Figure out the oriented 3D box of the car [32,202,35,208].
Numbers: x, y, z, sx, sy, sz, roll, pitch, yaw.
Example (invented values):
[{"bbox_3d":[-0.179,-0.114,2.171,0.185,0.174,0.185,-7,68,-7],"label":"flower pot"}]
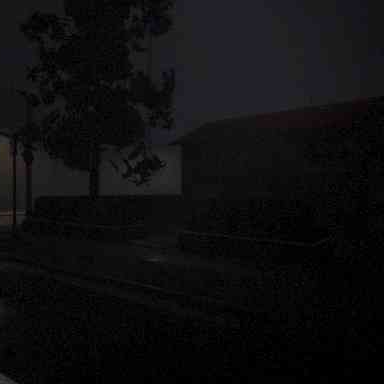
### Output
[{"bbox_3d":[-19.426,1.520,43.799,1.812,1.442,4.674,0,0,36],"label":"car"}]
